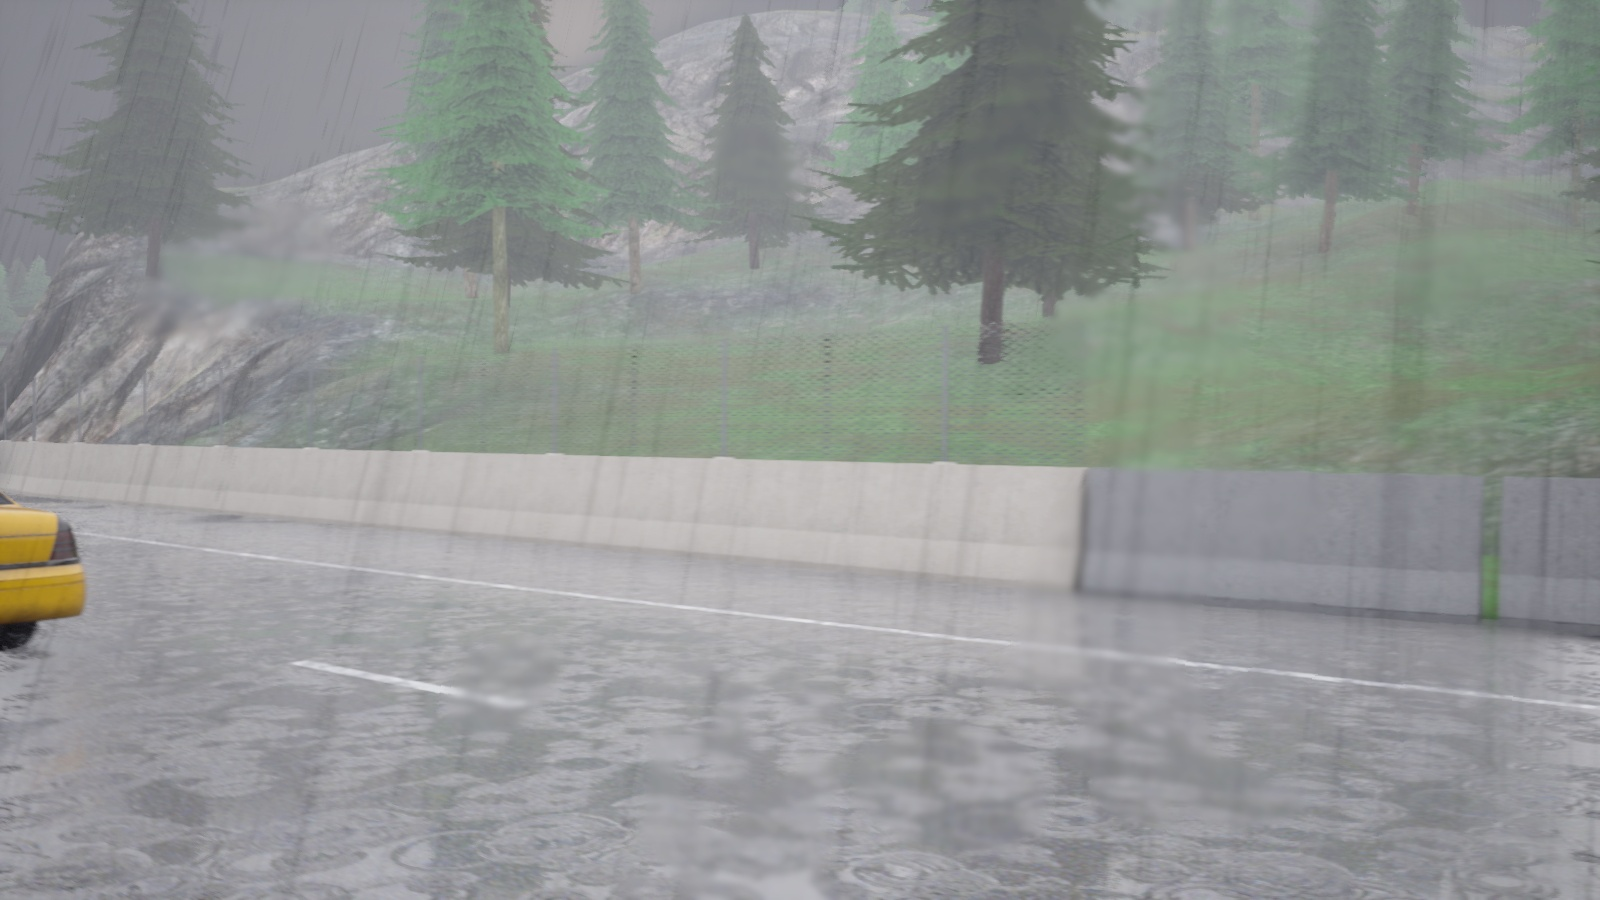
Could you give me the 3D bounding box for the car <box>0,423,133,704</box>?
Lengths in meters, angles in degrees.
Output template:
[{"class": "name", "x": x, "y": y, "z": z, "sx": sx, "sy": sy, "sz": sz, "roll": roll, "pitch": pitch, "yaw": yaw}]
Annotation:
[{"class": "car", "x": -6.737, "y": 0.646, "z": 8.508, "sx": 5.366, "sy": 1.575, "sz": 1.801, "roll": 0, "pitch": 1, "yaw": 37}]
